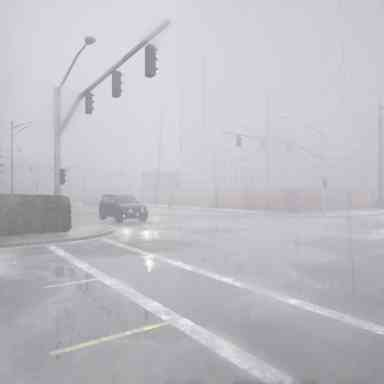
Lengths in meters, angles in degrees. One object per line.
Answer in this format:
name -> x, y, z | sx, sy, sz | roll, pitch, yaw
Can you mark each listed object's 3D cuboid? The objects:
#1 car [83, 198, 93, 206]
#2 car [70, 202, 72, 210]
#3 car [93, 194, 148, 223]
car -> -15.991, 1.564, 53.304 | 1.994, 1.385, 4.181 | 0, 0, -35
car -> -16.520, 1.351, 41.587 | 2.097, 1.767, 4.553 | 0, 0, -35
car -> -5.446, 1.217, 25.771 | 2.150, 2.045, 5.566 | 0, 1, -35
